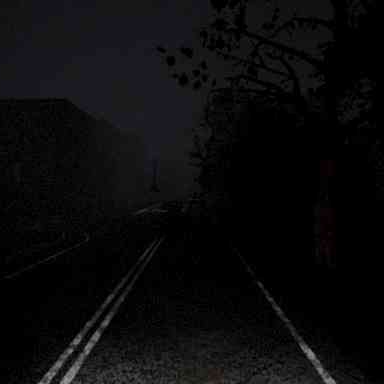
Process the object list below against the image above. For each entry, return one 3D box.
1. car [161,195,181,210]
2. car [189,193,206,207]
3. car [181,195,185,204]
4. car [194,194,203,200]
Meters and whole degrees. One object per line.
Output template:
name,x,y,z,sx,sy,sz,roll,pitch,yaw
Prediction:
car,-2.811,1.378,42.136,1.882,1.535,5.008,0,0,2
car,0.770,1.091,47.637,2.150,2.045,5.566,0,0,2
car,-2.296,1.308,59.078,1.837,1.490,4.892,0,1,2
car,1.544,1.207,78.733,2.033,1.411,5.357,0,0,1
